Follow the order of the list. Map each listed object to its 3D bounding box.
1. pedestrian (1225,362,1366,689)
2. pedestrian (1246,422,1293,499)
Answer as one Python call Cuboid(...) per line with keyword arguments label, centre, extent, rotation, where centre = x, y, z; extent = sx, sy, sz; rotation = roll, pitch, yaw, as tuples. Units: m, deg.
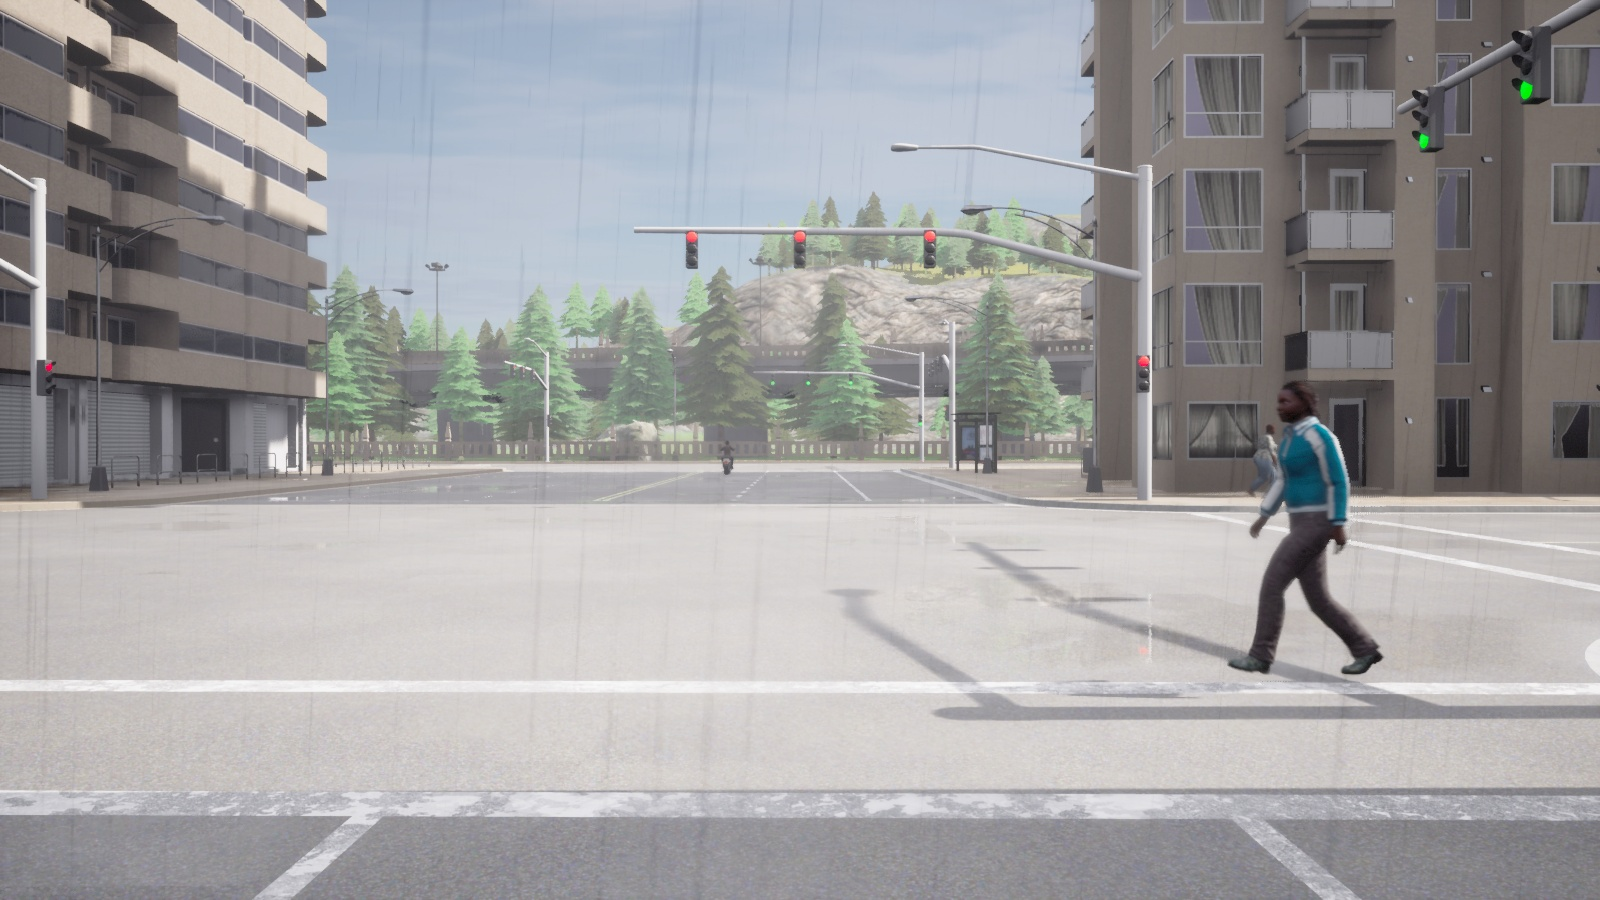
Cuboid(label="pedestrian", centre=(2.989, 0.444, 7.607), extent=(0.692, 1.930, 0.396), rotation=(0, 0, 1))
Cuboid(label="pedestrian", centre=(11.478, 0.241, 30.706), extent=(0.900, 1.855, 0.874), rotation=(0, 0, 7))
